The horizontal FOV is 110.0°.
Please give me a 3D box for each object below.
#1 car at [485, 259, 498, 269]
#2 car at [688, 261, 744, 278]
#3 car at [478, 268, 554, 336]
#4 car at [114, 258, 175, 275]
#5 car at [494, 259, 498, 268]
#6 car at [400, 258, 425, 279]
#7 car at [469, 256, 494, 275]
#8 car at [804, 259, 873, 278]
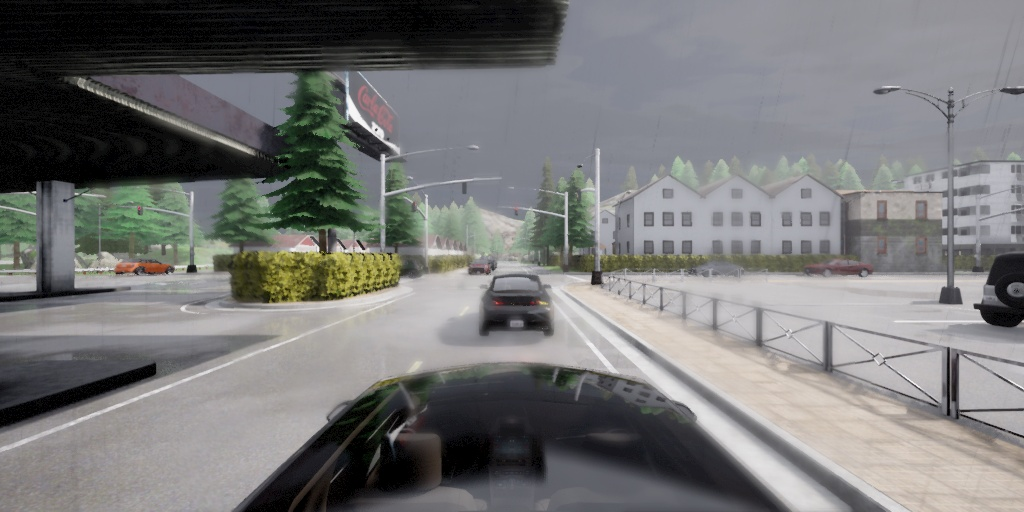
[{"bbox_3d":[-3.371,1.251,59.103,1.837,1.490,4.892,0,0,0],"label":"car"},{"bbox_3d":[17.494,1.120,30.818,4.181,1.385,1.994,0,0,0],"label":"car"},{"bbox_3d":[0.116,1.254,10.348,1.837,1.490,4.892,0,0,0],"label":"car"},{"bbox_3d":[-37.159,1.056,36.482,2.097,1.767,4.553,0,-2,0],"label":"car"},{"bbox_3d":[-3.394,0.968,48.874,2.150,2.045,5.566,0,0,0],"label":"car"},{"bbox_3d":[-9.856,0.971,30.792,4.553,1.767,2.097,3,0,0],"label":"car"},{"bbox_3d":[-3.417,1.099,38.634,2.097,1.767,4.553,0,0,0],"label":"car"},{"bbox_3d":[27.958,1.034,30.828,5.008,1.535,1.882,0,0,0],"label":"car"}]
